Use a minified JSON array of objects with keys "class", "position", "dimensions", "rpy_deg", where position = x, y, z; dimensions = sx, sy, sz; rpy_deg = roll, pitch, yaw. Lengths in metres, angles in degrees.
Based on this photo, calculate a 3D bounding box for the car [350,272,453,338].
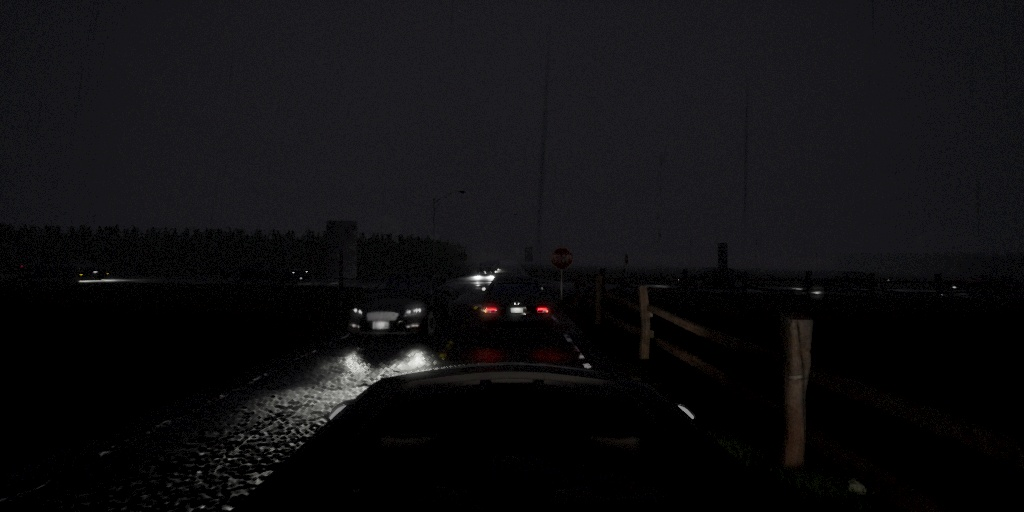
[{"class":"car","position":[-2.872,1.243,10.246],"dimensions":[2.128,1.511,4.902],"rpy_deg":[0,0,-1]}]

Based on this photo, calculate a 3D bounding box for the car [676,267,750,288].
[{"class":"car","position":[14.613,1.559,26.222],"dimensions":[4.892,1.490,1.837],"rpy_deg":[1,-1,0]}]

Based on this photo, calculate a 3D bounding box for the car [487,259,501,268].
[{"class":"car","position":[-2.942,1.250,60.488],"dimensions":[2.128,1.511,4.902],"rpy_deg":[0,0,0]}]

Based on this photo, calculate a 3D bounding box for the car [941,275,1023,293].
[{"class":"car","position":[34.657,2.015,26.311],"dimensions":[4.718,1.301,1.895],"rpy_deg":[1,-1,0]}]

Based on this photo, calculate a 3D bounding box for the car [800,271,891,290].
[{"class":"car","position":[24.392,1.777,26.272],"dimensions":[5.357,1.411,2.033],"rpy_deg":[1,-1,0]}]

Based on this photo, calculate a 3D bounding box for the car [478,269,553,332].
[{"class":"car","position":[0.045,1.299,10.779],"dimensions":[2.033,1.411,5.357],"rpy_deg":[0,0,-2]}]

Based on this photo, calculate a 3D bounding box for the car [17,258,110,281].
[{"class":"car","position":[-28.754,0.819,23.079],"dimensions":[4.181,1.385,1.994],"rpy_deg":[1,-1,1]}]

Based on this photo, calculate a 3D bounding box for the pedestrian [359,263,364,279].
[{"class":"pedestrian","position":[-12.223,1.170,29.119],"dimensions":[0.375,1.300,0.375],"rpy_deg":[0,-2,0]}]

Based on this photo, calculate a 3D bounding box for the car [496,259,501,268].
[{"class":"car","position":[-2.937,1.305,50.359],"dimensions":[2.033,1.411,5.357],"rpy_deg":[0,0,0]}]

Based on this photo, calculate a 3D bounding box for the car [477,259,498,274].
[{"class":"car","position":[-2.919,1.357,40.514],"dimensions":[1.895,1.301,4.718],"rpy_deg":[0,0,0]}]

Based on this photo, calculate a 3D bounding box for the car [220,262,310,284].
[{"class":"car","position":[-15.764,1.086,23.099],"dimensions":[4.718,1.301,1.895],"rpy_deg":[1,-1,1]}]
